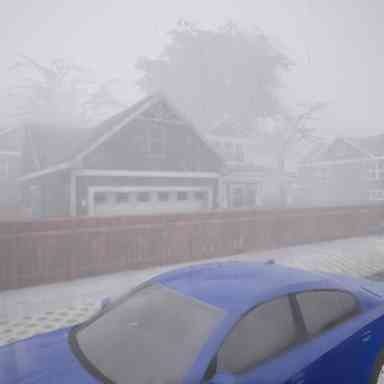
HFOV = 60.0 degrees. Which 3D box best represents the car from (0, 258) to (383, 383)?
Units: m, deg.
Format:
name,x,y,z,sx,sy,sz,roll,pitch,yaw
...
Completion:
name,x,y,z,sx,sy,sz,roll,pitch,yaw
car,0.212,1.501,3.149,5.008,1.535,1.882,0,0,-36
